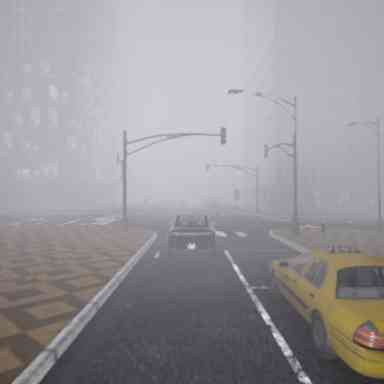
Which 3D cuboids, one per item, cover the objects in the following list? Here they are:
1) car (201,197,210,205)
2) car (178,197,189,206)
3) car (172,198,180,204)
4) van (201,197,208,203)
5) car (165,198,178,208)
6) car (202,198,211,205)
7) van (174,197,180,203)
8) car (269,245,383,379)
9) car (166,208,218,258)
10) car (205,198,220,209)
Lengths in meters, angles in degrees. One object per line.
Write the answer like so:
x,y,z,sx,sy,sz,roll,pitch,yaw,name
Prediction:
3.627,2.156,78.896,2.192,1.841,5.009,0,-1,0,car
-1.635,2.238,70.687,1.882,1.535,5.008,0,-1,0,car
-4.325,2.386,89.899,1.967,1.590,4.097,0,-1,0,car
3.519,2.341,95.478,1.690,1.788,3.998,0,-1,0,van
-4.147,2.258,62.261,1.802,1.307,4.206,0,-1,0,car
3.591,2.334,84.423,1.967,1.590,4.097,0,-1,0,car
-4.361,2.340,95.427,1.690,1.788,3.998,0,-1,0,van
2.559,1.589,5.855,1.752,1.417,4.829,0,-1,0,car
0.009,1.638,13.492,2.128,1.511,4.902,0,0,0,car
3.818,2.186,56.786,1.947,1.339,4.313,0,-1,0,car
